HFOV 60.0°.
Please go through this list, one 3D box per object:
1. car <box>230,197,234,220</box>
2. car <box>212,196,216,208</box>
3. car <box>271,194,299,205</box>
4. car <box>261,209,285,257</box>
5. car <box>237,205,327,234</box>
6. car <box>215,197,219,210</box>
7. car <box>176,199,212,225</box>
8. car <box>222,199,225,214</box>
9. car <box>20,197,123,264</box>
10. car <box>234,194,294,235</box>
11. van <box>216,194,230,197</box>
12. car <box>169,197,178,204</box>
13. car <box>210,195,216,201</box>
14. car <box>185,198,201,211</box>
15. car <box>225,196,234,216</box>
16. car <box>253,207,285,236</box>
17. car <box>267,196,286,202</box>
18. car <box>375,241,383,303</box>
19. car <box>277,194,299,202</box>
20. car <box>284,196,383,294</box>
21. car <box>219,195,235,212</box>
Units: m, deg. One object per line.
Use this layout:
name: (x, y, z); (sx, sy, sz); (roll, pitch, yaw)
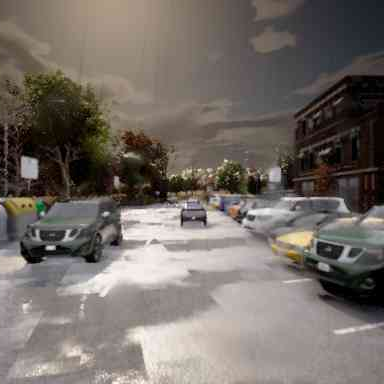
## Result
car: (5.331, 1.401, 22.840); (4.553, 1.767, 2.185); (1, 0, -20)
car: (5.381, 1.629, 40.864); (4.674, 1.452, 2.002); (1, 0, -20)
car: (18.339, 1.439, 65.899); (2.435, 2.045, 5.566); (0, 0, -21)
car: (5.162, 1.494, 10.767); (5.366, 1.575, 1.946); (1, 0, -20)
car: (5.331, 1.549, 19.826); (4.792, 1.488, 2.163); (1, 0, -20)
car: (5.370, 1.567, 34.861); (5.008, 1.535, 2.097); (1, 0, -20)
car: (0.105, 1.540, 24.653); (2.128, 1.511, 4.902); (0, 0, 0)
car: (5.374, 1.587, 28.850); (4.674, 1.452, 2.002); (1, 0, -20)
car: (-4.042, 1.238, 12.233); (2.150, 2.045, 5.566); (0, 0, 0)
car: (5.327, 1.260, 16.827); (5.566, 2.045, 2.435); (1, 0, -20)
van: (5.489, 1.354, 37.907); (4.442, 1.987, 1.878); (1, 0, -20)
car: (-3.713, 1.754, 67.659); (1.837, 1.490, 4.892); (0, -2, -4)
car: (5.197, 1.595, 43.805); (5.366, 1.575, 1.946); (1, 0, -20)
car: (0.096, 1.588, 42.632); (1.882, 1.535, 5.008); (0, 0, 0)
car: (5.337, 1.411, 25.842); (4.553, 1.767, 2.185); (1, 0, -20)
car: (5.314, 1.535, 13.825); (4.792, 1.488, 2.163); (1, 0, -20)
car: (20.927, 1.788, 82.960); (2.163, 1.488, 4.792); (0, -1, -21)
car: (5.319, 1.531, 4.831); (4.674, 1.452, 2.002); (1, 0, -20)
car: (23.950, 1.510, 83.045); (2.435, 2.045, 5.566); (0, -1, -21)
car: (5.319, 1.243, 7.810); (5.566, 2.045, 2.435); (1, 0, -20)
car: (5.410, 1.432, 31.859); (4.553, 1.767, 2.185); (1, 0, -20)
